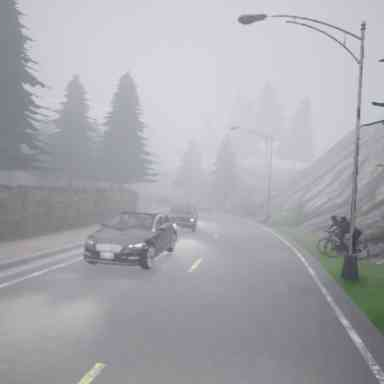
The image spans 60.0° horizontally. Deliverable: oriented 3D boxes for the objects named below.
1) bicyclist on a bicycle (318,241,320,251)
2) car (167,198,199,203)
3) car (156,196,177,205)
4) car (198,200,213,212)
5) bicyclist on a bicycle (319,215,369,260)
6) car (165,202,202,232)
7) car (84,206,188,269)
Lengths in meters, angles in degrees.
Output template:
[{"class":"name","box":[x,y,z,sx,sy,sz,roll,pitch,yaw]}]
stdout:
[{"class":"bicyclist on a bicycle","box":[5.910,1.772,13.587,1.656,1.620,0.582,3,0,-10]},{"class":"car","box":[-0.928,1.546,30.518,1.895,1.301,4.718,3,0,-7]},{"class":"car","box":[-3.319,1.360,49.414,2.033,1.411,5.357,3,0,-36]},{"class":"car","box":[1.018,1.613,39.626,1.994,1.385,4.181,3,0,-15]},{"class":"bicyclist on a bicycle","box":[5.986,1.776,12.844,1.656,1.620,0.582,3,0,9]},{"class":"car","box":[-0.598,1.565,20.219,1.895,1.301,4.718,3,0,3]},{"class":"car","box":[-1.757,1.393,10.981,2.128,1.511,4.902,3,0,10]}]
